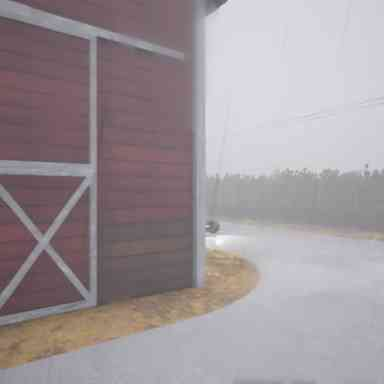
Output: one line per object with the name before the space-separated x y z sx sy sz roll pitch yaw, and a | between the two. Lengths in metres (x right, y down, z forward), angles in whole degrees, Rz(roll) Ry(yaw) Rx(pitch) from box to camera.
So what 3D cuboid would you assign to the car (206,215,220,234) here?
car | -0.263 1.561 18.618 1.994 1.385 4.181 0 0 -32
